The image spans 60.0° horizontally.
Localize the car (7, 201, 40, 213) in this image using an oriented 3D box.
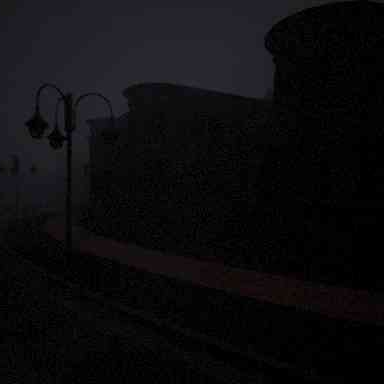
[{"bbox_3d":[-19.225,1.670,38.239,1.895,1.301,4.718,0,0,-3],"label":"car"}]
